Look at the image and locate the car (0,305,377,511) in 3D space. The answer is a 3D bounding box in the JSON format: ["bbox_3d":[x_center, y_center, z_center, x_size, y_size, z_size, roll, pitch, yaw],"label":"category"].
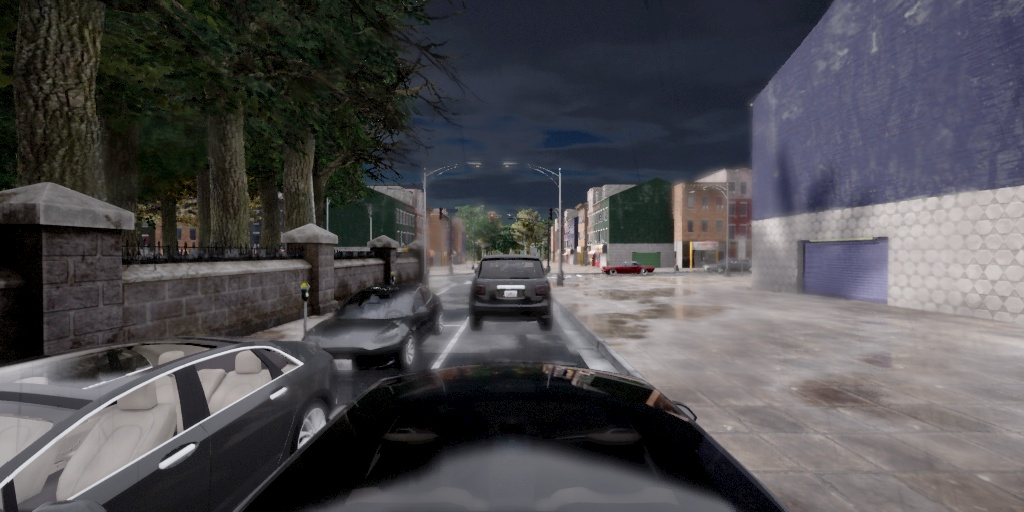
[{"bbox_3d":[-2.641,1.300,2.047,2.007,1.370,4.403,0,0,0],"label":"car"}]

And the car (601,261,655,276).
[{"bbox_3d":[10.989,1.186,34.310,4.718,1.301,1.895,-1,1,0],"label":"car"}]

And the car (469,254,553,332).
[{"bbox_3d":[-0.012,0.973,11.046,2.150,2.045,5.566,0,0,0],"label":"car"}]

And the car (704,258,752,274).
[{"bbox_3d":[21.027,0.942,34.296,4.902,1.511,2.128,-1,1,0],"label":"car"}]

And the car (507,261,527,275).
[{"bbox_3d":[0.521,1.338,41.803,2.033,1.411,5.357,0,0,-3],"label":"car"}]

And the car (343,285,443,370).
[{"bbox_3d":[-2.635,1.316,7.736,1.948,1.339,4.313,0,0,0],"label":"car"}]
